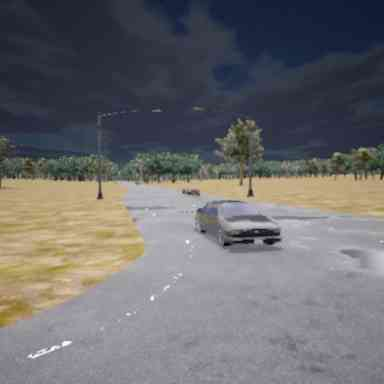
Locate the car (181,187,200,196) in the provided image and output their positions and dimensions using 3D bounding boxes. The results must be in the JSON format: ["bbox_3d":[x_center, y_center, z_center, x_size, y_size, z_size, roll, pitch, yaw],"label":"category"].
[{"bbox_3d":[-0.302,-0.146,49.653,1.895,1.301,4.718,-1,2,-14],"label":"car"}]

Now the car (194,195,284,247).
[{"bbox_3d":[1.452,1.046,12.735,2.033,1.411,5.357,-1,2,-13],"label":"car"}]
